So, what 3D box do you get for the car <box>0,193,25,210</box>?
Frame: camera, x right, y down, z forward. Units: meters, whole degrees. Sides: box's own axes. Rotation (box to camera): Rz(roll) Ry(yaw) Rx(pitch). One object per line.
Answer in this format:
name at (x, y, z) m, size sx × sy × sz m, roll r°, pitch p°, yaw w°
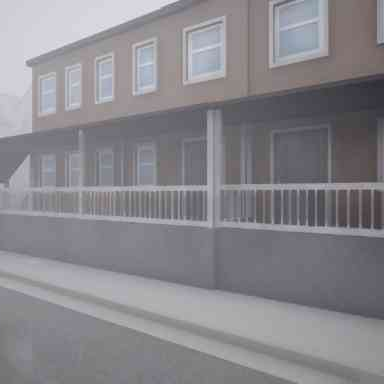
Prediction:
car at (-14.933, 0.954, 27.553) m, size 1.812 × 1.442 × 4.674 m, roll 0°, pitch 15°, yaw 34°
